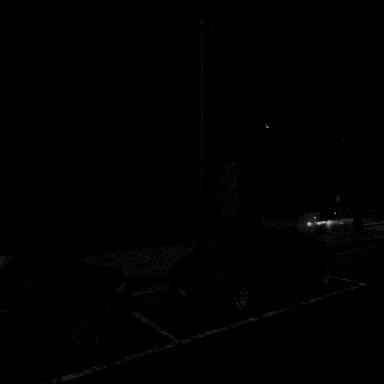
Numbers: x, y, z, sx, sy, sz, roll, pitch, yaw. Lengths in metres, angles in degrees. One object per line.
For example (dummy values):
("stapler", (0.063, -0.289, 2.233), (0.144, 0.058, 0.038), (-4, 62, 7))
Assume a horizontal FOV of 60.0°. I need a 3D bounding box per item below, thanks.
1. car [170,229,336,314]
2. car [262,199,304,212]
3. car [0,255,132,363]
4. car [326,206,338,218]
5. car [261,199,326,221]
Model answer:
("car", (1.559, 1.566, 7.647), (4.313, 1.339, 1.947), (0, 0, -35))
("car", (10.808, 1.537, 39.718), (1.895, 1.301, 4.718), (0, 0, -36))
("car", (-2.878, 1.582, 4.482), (4.206, 1.307, 1.802), (0, 0, -35))
("car", (10.266, 1.483, 29.130), (1.837, 1.490, 4.892), (0, 0, -36))
("car", (7.684, 1.534, 27.153), (2.033, 1.411, 5.357), (0, 0, -36))
